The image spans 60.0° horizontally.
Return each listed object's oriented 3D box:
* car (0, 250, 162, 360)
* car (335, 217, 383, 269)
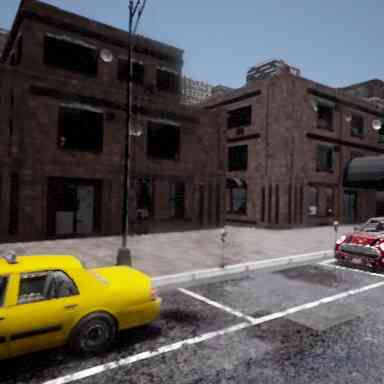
[{"bbox_3d":[-2.762,1.529,4.532,4.829,1.417,1.752,1,1,-35],"label":"car"},{"bbox_3d":[6.637,1.589,11.232,4.097,1.590,1.967,1,1,-35],"label":"car"}]
